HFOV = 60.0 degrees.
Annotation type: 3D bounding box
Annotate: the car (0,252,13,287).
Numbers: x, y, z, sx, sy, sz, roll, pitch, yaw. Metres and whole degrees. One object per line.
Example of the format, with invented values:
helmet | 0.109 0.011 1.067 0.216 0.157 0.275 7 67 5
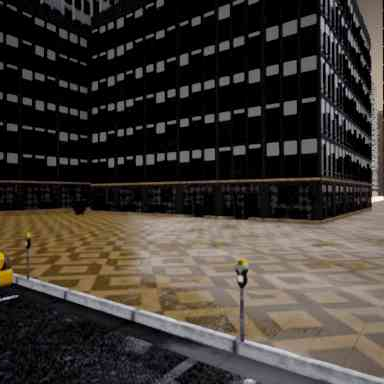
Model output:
car | -6.205 1.454 7.706 5.366 1.575 1.801 0 0 36
